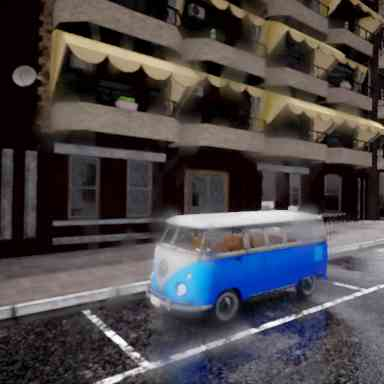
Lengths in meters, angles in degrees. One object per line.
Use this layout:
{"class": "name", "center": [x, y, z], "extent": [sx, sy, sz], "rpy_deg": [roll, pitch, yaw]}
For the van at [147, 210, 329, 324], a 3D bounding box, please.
{"class": "van", "center": [1.099, 1.319, 6.853], "extent": [3.998, 1.788, 1.690], "rpy_deg": [0, 2, -35]}
